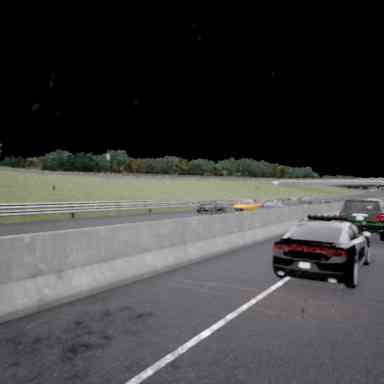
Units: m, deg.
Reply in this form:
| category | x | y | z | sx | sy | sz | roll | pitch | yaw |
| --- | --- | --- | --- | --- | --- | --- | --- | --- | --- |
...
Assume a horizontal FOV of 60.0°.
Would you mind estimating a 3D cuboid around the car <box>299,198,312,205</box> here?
| category | x | y | z | sx | sy | sz | roll | pitch | yaw |
| --- | --- | --- | --- | --- | --- | --- | --- | --- | --- |
| car | 24.356 | 1.957 | 71.227 | 1.812 | 1.442 | 4.674 | 0 | 0 | 33 |

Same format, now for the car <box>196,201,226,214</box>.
| category | x | y | z | sx | sy | sz | roll | pitch | yaw |
| --- | --- | --- | --- | --- | --- | --- | --- | --- | --- |
| car | 2.179 | 1.712 | 37.152 | 1.994 | 1.385 | 4.181 | 0 | 0 | 33 |

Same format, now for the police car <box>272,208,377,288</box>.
| category | x | y | z | sx | sy | sz | roll | pitch | yaw |
| --- | --- | --- | --- | --- | --- | --- | --- | --- | --- |
| police car | 3.991 | 1.485 | 9.742 | 1.930 | 1.638 | 5.238 | 0 | 0 | 33 |

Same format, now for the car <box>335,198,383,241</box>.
| category | x | y | z | sx | sy | sz | roll | pitch | yaw |
| --- | --- | --- | --- | --- | --- | --- | --- | --- | --- |
| car | 9.450 | 1.361 | 18.037 | 2.150 | 2.045 | 5.566 | 0 | 0 | 33 |

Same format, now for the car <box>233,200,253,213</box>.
| category | x | y | z | sx | sy | sz | roll | pitch | yaw |
| --- | --- | --- | --- | --- | --- | --- | --- | --- | --- |
| car | 6.259 | 1.664 | 36.998 | 1.882 | 1.535 | 5.008 | 0 | 0 | 33 |

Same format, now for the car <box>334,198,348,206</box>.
| category | x | y | z | sx | sy | sz | roll | pitch | yaw |
| --- | --- | --- | --- | --- | --- | --- | --- | --- | --- |
| car | 30.252 | 1.971 | 67.453 | 1.837 | 1.490 | 4.892 | 0 | 0 | 33 |

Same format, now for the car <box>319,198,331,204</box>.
| category | x | y | z | sx | sy | sz | roll | pitch | yaw |
| --- | --- | --- | --- | --- | --- | --- | --- | --- | --- |
| car | 28.429 | 1.967 | 71.094 | 2.128 | 1.511 | 4.902 | 0 | 0 | 33 |

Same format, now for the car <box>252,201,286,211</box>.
| category | x | y | z | sx | sy | sz | roll | pitch | yaw |
| --- | --- | --- | --- | --- | --- | --- | --- | --- | --- |
| car | 8.040 | 1.712 | 33.326 | 1.812 | 1.442 | 4.674 | 0 | 0 | 33 |
